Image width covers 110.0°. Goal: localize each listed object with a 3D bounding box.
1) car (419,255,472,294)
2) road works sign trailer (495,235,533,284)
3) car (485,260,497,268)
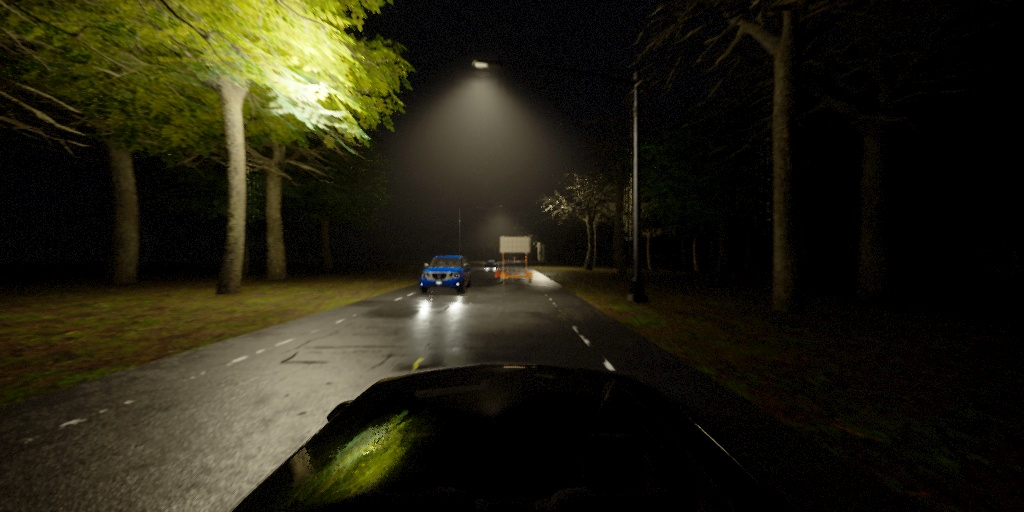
[{"bbox_3d":[-3.587,0.962,20.372,2.150,2.045,5.566,0,0,0],"label":"car"},{"bbox_3d":[0.194,0.202,26.968,2.380,3.560,2.880,0,0,-8],"label":"road works sign trailer"},{"bbox_3d":[-3.524,1.328,61.253,1.994,1.385,4.181,0,0,1],"label":"car"}]
